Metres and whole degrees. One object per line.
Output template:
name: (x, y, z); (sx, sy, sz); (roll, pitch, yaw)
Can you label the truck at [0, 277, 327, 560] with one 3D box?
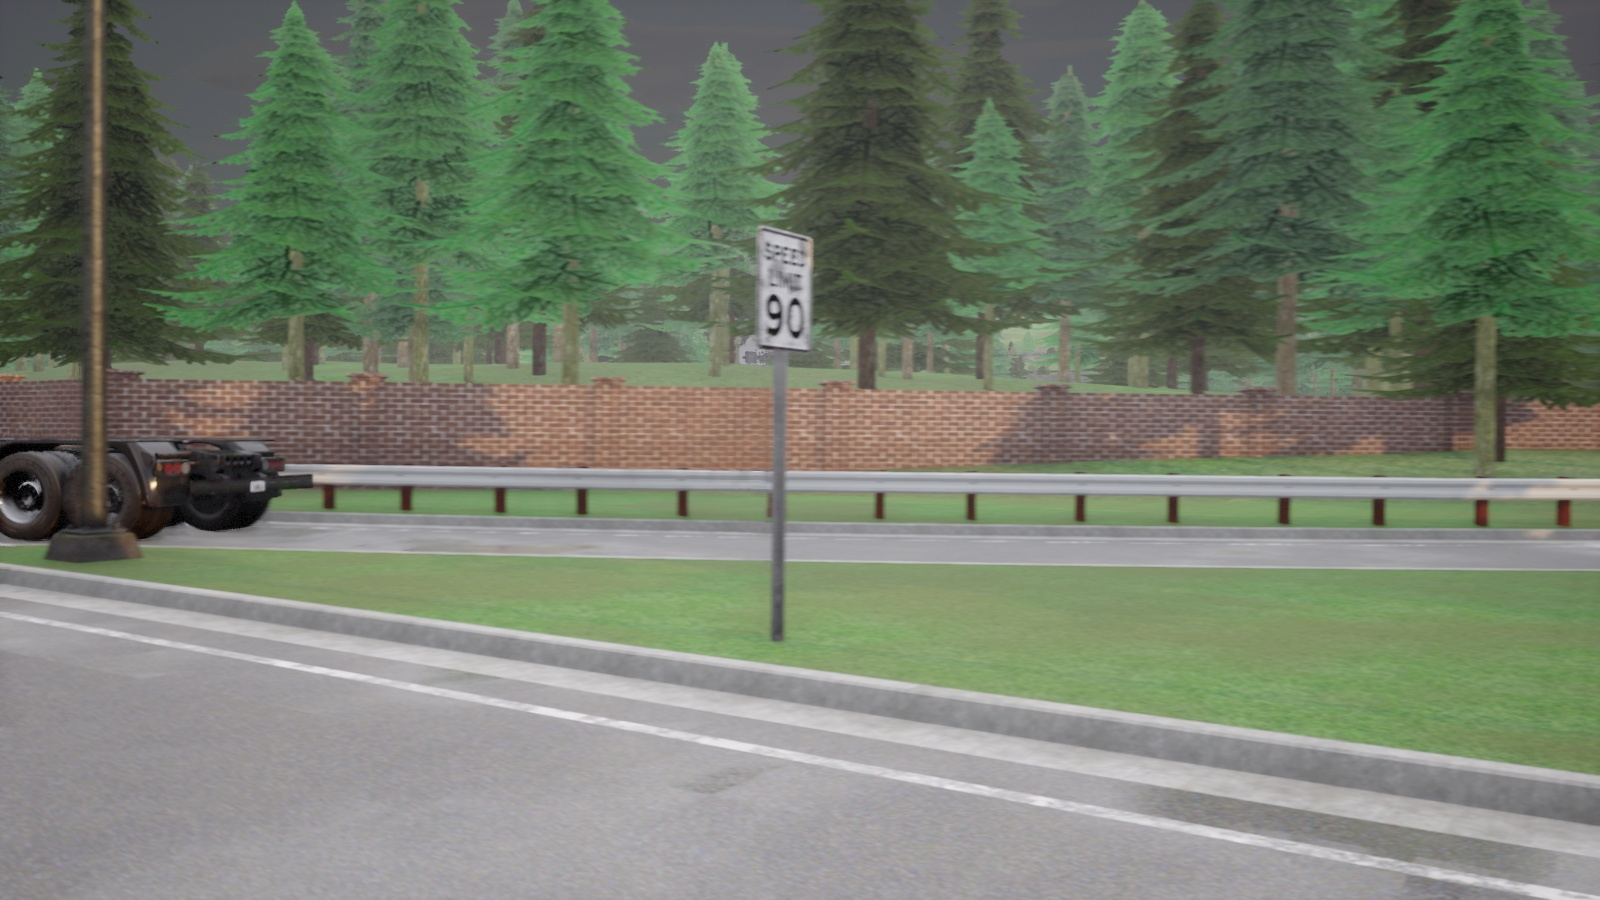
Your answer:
truck: (-11.046, -0.383, 17.588); (7.936, 3.462, 2.891); (0, 1, 12)
